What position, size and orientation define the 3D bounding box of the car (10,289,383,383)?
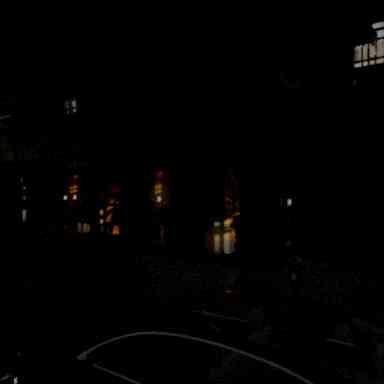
[{"bbox_3d":[0.221,1.544,2.717,4.403,1.369,2.008,0,0,36],"label":"car"}]
